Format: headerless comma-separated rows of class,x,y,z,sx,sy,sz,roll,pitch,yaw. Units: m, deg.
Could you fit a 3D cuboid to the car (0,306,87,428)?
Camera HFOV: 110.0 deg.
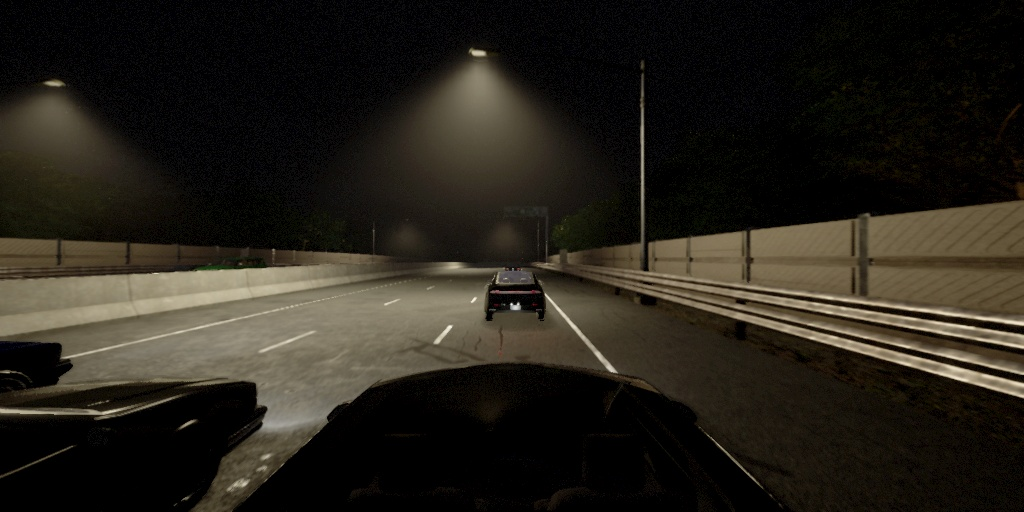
car,-6.899,1.352,2.667,1.895,1.301,4.718,0,0,0

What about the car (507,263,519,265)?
car,0.113,1.512,41.305,2.033,1.411,5.357,0,-1,0

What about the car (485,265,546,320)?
car,0.104,1.250,12.573,2.128,1.511,4.902,0,0,0

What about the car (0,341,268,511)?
car,-3.403,1.297,1.133,2.033,1.411,5.357,0,0,0

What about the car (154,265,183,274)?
car,-24.492,1.382,27.080,1.812,1.442,4.674,0,0,0

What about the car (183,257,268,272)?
car,-20.992,1.089,27.049,2.150,2.045,5.566,0,0,0
